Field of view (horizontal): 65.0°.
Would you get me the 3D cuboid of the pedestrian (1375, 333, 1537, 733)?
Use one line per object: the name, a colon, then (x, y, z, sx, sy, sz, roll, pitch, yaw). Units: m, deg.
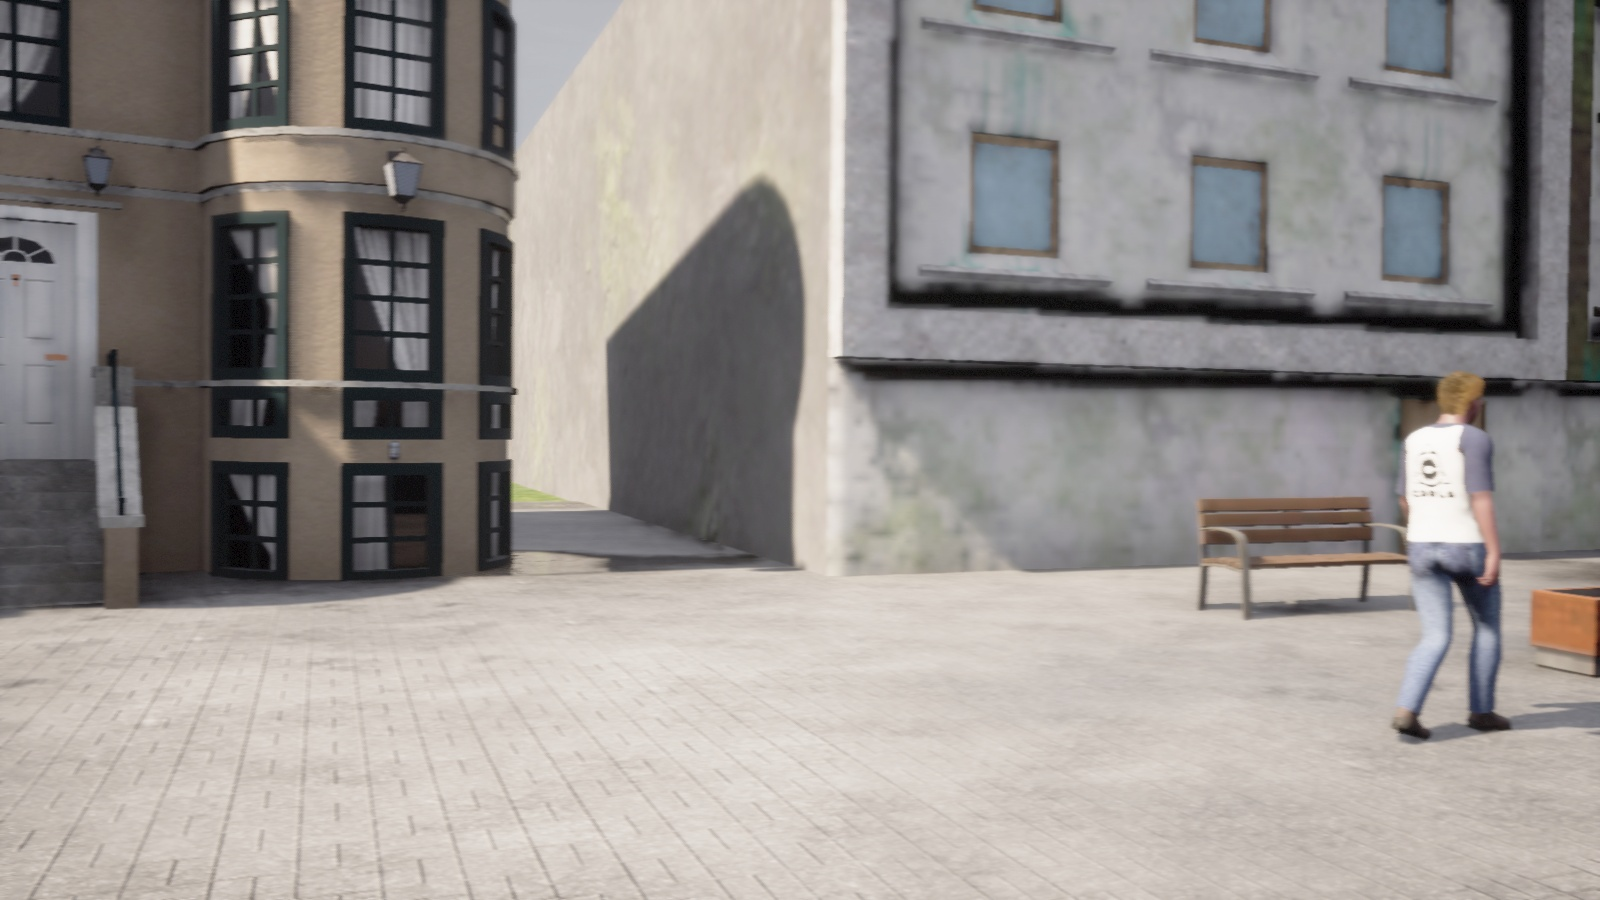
pedestrian: (3.179, 0.374, 6.081, 0.706, 1.836, 0.354, -1, 1, -28)
